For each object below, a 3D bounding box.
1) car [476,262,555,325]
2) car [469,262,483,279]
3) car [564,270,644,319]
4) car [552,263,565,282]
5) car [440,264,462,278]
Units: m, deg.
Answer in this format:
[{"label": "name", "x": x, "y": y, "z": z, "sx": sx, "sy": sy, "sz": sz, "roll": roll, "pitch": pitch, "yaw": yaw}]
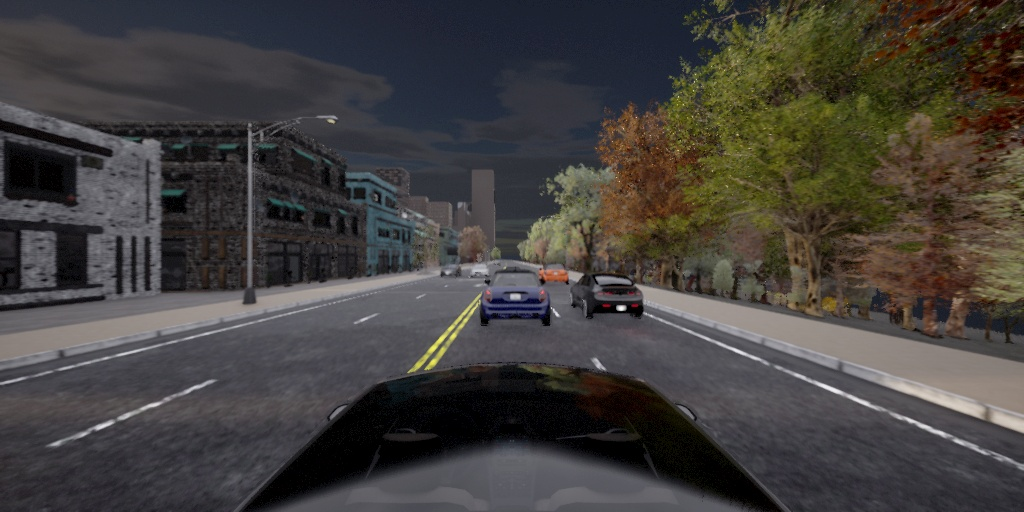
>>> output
[{"label": "car", "x": 0.098, "y": 1.205, "z": 12.344, "sx": 2.097, "sy": 1.767, "sz": 4.553, "roll": 0, "pitch": -1, "yaw": 0}, {"label": "car", "x": -3.354, "y": 1.629, "z": 38.355, "sx": 1.812, "sy": 1.442, "sz": 4.674, "roll": 0, "pitch": -1, "yaw": 0}, {"label": "car", "x": 3.348, "y": 1.368, "z": 13.404, "sx": 1.837, "sy": 1.490, "sz": 4.892, "roll": 0, "pitch": -1, "yaw": 0}, {"label": "car", "x": 3.344, "y": 1.371, "z": 29.562, "sx": 2.097, "sy": 1.767, "sz": 4.553, "roll": 0, "pitch": -1, "yaw": 0}, {"label": "car", "x": -6.598, "y": 1.604, "z": 39.310, "sx": 2.128, "sy": 1.511, "sz": 4.902, "roll": 0, "pitch": -1, "yaw": 0}]
